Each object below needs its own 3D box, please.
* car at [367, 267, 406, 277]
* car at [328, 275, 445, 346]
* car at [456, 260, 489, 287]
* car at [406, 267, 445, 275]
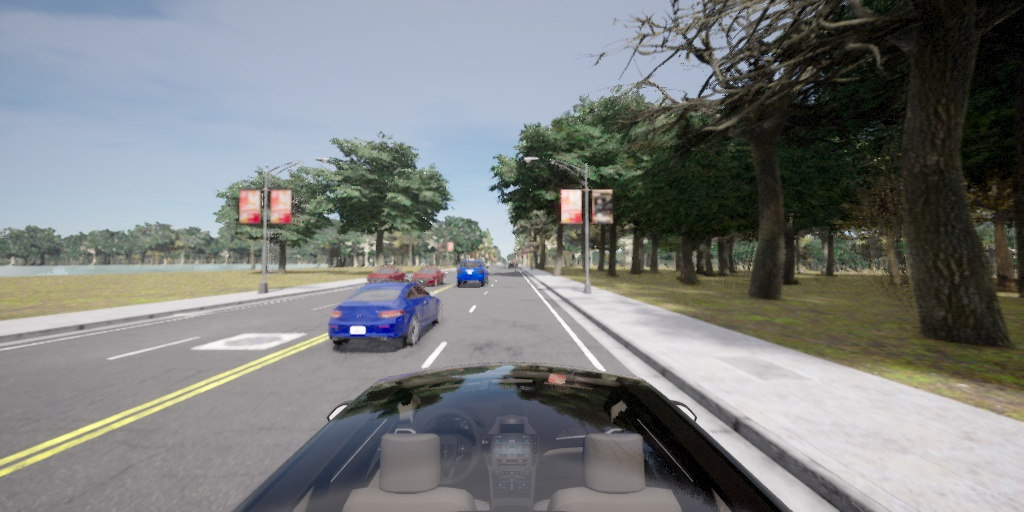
[{"bbox_3d":[-9.846,1.622,28.503,1.882,1.535,5.008,0,-1,0],"label":"car"},{"bbox_3d":[-3.157,1.392,9.656,1.812,1.442,4.674,0,-1,0],"label":"car"},{"bbox_3d":[-3.150,1.379,29.476,2.150,2.045,5.566,0,-1,0],"label":"car"},{"bbox_3d":[-6.595,1.621,28.503,1.882,1.535,5.008,0,-1,0],"label":"car"}]
